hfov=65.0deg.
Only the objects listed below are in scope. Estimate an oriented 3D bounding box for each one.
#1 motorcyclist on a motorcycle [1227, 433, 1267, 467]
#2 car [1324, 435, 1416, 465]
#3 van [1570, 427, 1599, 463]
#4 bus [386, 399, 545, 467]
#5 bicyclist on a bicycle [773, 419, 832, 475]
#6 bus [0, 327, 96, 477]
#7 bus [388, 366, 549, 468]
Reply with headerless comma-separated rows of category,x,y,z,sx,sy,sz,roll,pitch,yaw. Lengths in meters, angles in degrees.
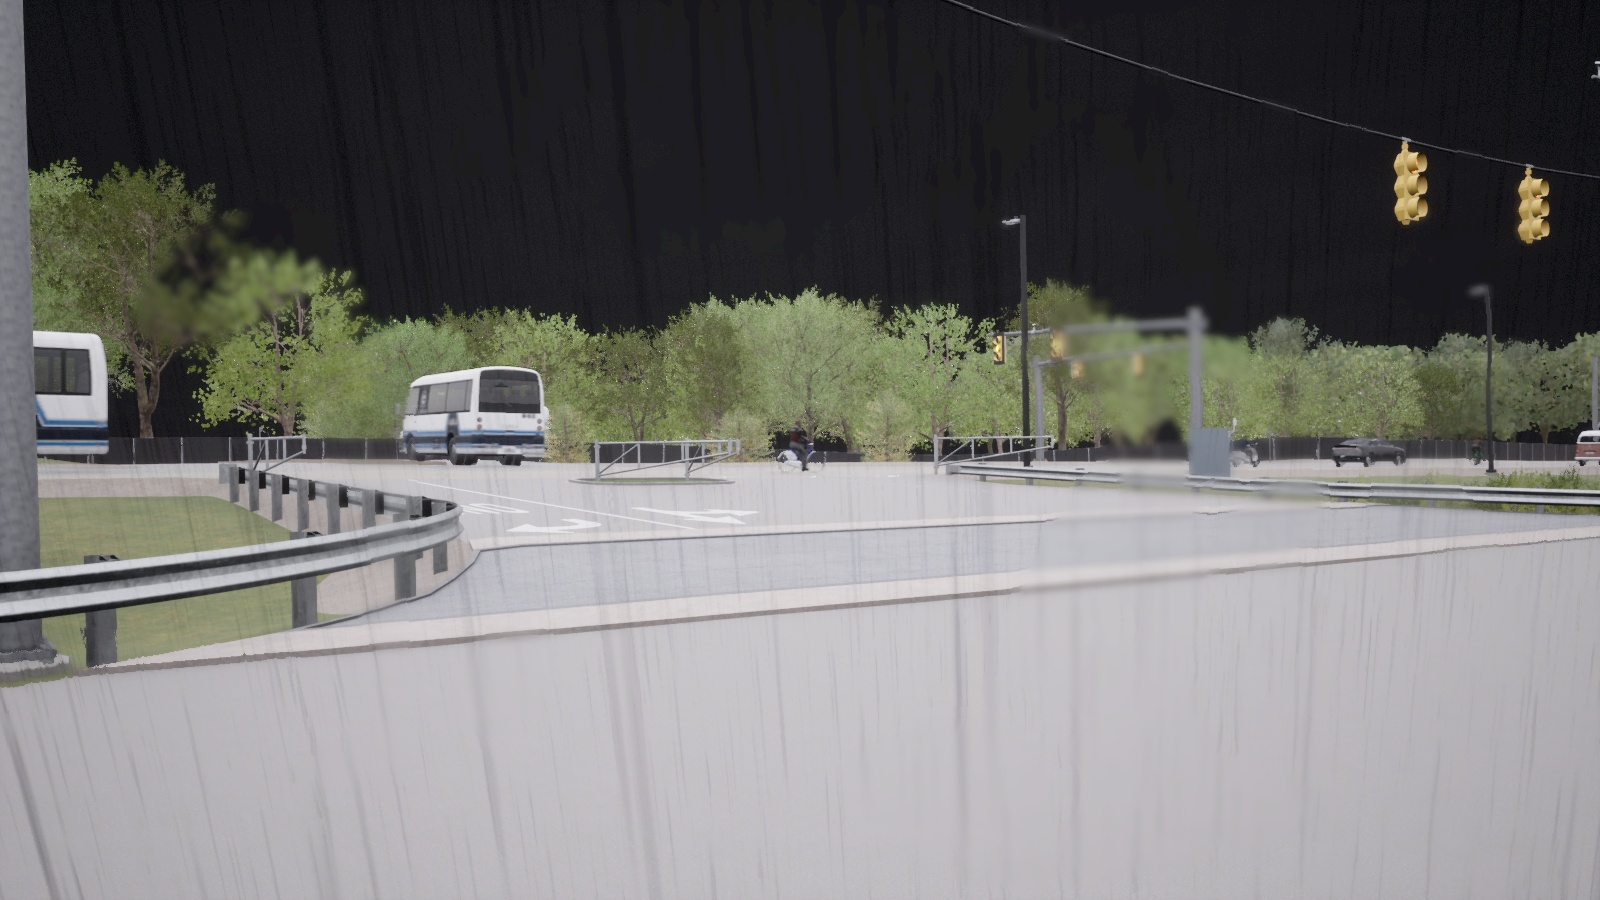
motorcyclist on a motorcycle,21.283,-0.016,59.768,1.817,1.590,0.866,0,0,-34
car,29.741,-0.020,65.484,4.902,1.511,2.128,0,0,-34
van,46.835,-0.277,72.813,4.480,2.038,2.069,0,0,-34
bus,-23.511,-1.106,88.346,10.273,4.253,3.944,2,-2,-23
bicyclist on a bicycle,0.079,-0.103,41.202,1.843,1.776,0.659,0,2,-34
bus,-26.186,-1.356,35.730,10.273,4.253,3.944,0,0,-37
bus,-15.422,-1.359,57.689,3.944,4.253,10.273,0,0,-34
